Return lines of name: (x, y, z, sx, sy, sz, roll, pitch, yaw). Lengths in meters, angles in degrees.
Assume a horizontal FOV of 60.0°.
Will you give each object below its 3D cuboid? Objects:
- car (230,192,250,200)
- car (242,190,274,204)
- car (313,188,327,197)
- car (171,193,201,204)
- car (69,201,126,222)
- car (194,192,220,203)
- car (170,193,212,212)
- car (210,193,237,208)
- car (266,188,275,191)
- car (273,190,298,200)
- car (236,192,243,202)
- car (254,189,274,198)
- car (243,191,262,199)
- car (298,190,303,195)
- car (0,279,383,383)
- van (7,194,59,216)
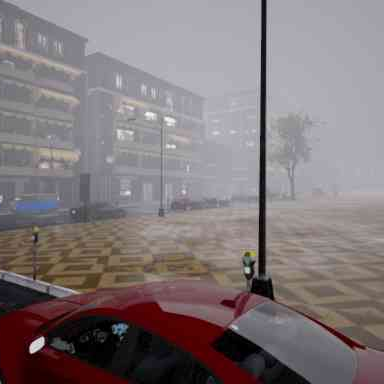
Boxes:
car: (8.761, 0.648, 60.519, 1.947, 1.339, 4.313, 2, 2, 35)
car: (9.268, 0.875, 46.589, 2.008, 1.369, 4.403, 2, 2, 35)
car: (29.099, 0.007, 75.579, 2.150, 2.045, 5.566, 1, 1, 35)
car: (-0.790, 0.908, 46.811, 1.947, 1.339, 4.313, 2, 2, 35)
car: (-6.651, 1.328, 23.745, 1.947, 1.339, 4.313, 2, 2, 35)
car: (2.393, 0.806, 51.380, 2.008, 1.369, 4.403, 2, 2, 35)
car: (-0.284, 1.131, 32.881, 1.887, 1.381, 4.507, 2, 2, 35)
car: (2.900, 1.050, 37.451, 2.008, 1.369, 4.403, 2, 2, 35)
car: (13.242, 0.356, 57.011, 2.150, 2.045, 5.566, 1, 1, 35)
car: (15.734, 0.674, 55.866, 1.752, 1.417, 4.829, 2, 2, 35)
car: (7.360, 0.787, 48.472, 2.128, 1.511, 4.902, 1, 1, 34)
car: (15.133, 0.225, 69.650, 2.192, 1.841, 5.009, 2, 2, 35)
car: (11.848, 0.524, 64.947, 1.752, 1.417, 4.829, 2, 2, 35)
car: (27.865, 0.113, 87.932, 1.887, 1.381, 4.507, 2, 2, 35)
car: (-0.310, 1.544, 3.090, 4.507, 1.381, 1.887, 0, 0, 36)
van: (-13.524, 1.034, 28.530, 1.690, 1.788, 3.998, 2, 2, 35)
